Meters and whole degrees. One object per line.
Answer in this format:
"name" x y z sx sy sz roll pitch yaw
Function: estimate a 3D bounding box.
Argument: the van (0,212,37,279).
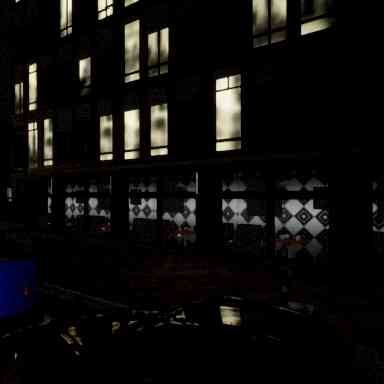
"van" -4.513 1.342 6.054 3.998 1.788 1.690 0 0 35

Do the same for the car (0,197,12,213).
"car" -14.409 1.357 28.165 2.192 1.841 5.009 -1 -1 35

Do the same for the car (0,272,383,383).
"car" 0.120 1.582 2.752 4.206 1.307 1.802 0 0 35

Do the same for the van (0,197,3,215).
"van" -21.246 1.424 33.010 1.690 1.788 3.998 -1 -1 35
